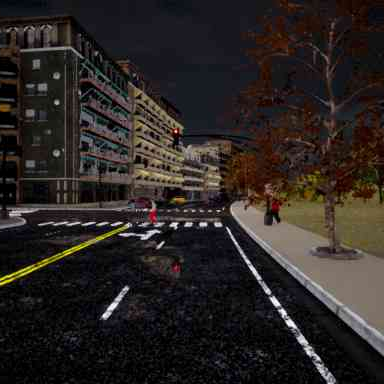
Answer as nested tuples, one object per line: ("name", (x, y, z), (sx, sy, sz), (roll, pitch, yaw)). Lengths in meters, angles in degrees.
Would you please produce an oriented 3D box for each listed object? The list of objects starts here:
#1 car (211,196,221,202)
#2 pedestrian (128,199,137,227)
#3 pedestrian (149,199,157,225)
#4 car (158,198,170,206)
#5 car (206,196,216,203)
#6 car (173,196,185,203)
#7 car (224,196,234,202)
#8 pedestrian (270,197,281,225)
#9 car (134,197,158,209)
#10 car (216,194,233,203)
("car", (6.545, 1.816, 88.990), (1.882, 1.535, 5.008), (0, 0, 13))
("pedestrian", (-3.819, 1.319, 21.375), (0.375, 1.860, 0.375), (0, 0, 3))
("pedestrian", (-2.618, 1.322, 22.514), (0.375, 1.860, 0.375), (0, 0, 3))
("car", (-5.380, 1.790, 59.921), (1.895, 1.301, 4.718), (0, 0, 9))
("car", (4.455, 1.834, 78.842), (2.128, 1.511, 4.902), (0, 0, 11))
("car", (-2.951, 1.756, 74.572), (1.882, 1.535, 5.008), (0, 0, 10))
("car", (9.814, 1.871, 88.711), (2.128, 1.511, 4.902), (0, 0, 13))
("pedestrian", (5.353, 1.167, 21.489), (0.375, 1.860, 0.375), (0, 0, 3))
("car", (-6.895, 1.478, 48.257), (2.097, 1.767, 4.553), (0, 0, 7))
("car", (7.661, 1.534, 78.300), (2.150, 2.045, 5.566), (0, 0, 11))
